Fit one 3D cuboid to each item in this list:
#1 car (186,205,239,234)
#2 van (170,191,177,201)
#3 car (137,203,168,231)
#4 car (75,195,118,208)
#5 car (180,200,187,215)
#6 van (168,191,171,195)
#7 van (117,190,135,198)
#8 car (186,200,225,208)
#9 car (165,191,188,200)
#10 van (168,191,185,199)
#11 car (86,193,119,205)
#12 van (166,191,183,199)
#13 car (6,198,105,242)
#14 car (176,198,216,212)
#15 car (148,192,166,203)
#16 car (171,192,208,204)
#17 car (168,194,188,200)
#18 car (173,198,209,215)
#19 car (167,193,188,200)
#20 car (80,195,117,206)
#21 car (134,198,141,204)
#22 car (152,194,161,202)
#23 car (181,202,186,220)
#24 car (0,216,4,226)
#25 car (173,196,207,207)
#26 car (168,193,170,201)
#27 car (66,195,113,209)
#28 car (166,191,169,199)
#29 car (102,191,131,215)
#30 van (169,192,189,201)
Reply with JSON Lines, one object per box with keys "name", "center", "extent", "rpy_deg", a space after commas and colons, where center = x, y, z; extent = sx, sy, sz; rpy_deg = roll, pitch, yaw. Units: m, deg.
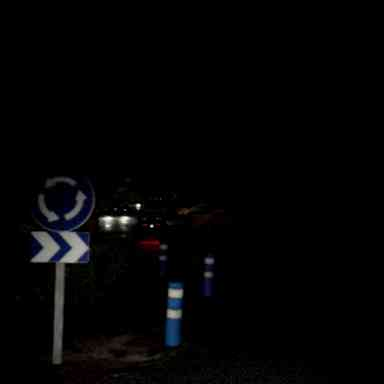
{"name": "car", "center": [2.391, 1.880, 21.718], "extent": [5.008, 1.535, 2.097], "rpy_deg": [1, 1, -6]}
{"name": "van", "center": [-0.747, 1.160, 51.871], "extent": [4.442, 1.987, 1.878], "rpy_deg": [1, 1, -6]}
{"name": "car", "center": [-2.740, 1.797, 22.962], "extent": [1.837, 1.490, 4.892], "rpy_deg": [1, 1, -6]}
{"name": "car", "center": [-12.922, 1.240, 45.148], "extent": [5.366, 1.575, 1.946], "rpy_deg": [1, 1, -6]}
{"name": "car", "center": [1.572, 1.777, 29.863], "extent": [4.674, 1.452, 2.002], "rpy_deg": [1, 1, -6]}
{"name": "van", "center": [-1.591, 1.084, 60.154], "extent": [4.442, 1.987, 1.878], "rpy_deg": [1, 0, -6]}
{"name": "van", "center": [-17.675, 0.601, 89.301], "extent": [4.442, 1.987, 1.878], "rpy_deg": [1, 0, -6]}
{"name": "car", "center": [2.152, 1.707, 24.476], "extent": [4.553, 1.767, 2.185], "rpy_deg": [1, 1, -6]}
{"name": "car", "center": [-4.017, 0.839, 85.092], "extent": [5.566, 2.045, 2.435], "rpy_deg": [1, 0, -6]}
{"name": "van", "center": [-4.151, 0.843, 87.864], "extent": [4.442, 1.987, 1.878], "rpy_deg": [1, 0, -6]}
{"name": "car", "center": [-13.630, 1.048, 50.650], "extent": [4.553, 1.767, 2.185], "rpy_deg": [1, 1, -6]}
{"name": "van", "center": [-4.940, 0.790, 93.360], "extent": [4.442, 1.987, 1.878], "rpy_deg": [1, 0, -6]}
{"name": "car", "center": [-6.051, 1.514, 15.637], "extent": [2.150, 2.045, 5.566], "rpy_deg": [1, 0, 0]}
{"name": "car", "center": [0.437, 1.573, 40.882], "extent": [4.792, 1.488, 2.163], "rpy_deg": [1, 1, -6]}
{"name": "car", "center": [-5.244, 1.083, 48.320], "extent": [2.150, 2.045, 5.566], "rpy_deg": [1, 1, -6]}
{"name": "car", "center": [0.776, 1.341, 38.128], "extent": [5.566, 2.045, 2.435], "rpy_deg": [1, 1, -6]}
{"name": "car", "center": [-3.428, 1.181, 79.460], "extent": [4.674, 1.452, 2.002], "rpy_deg": [1, 0, -6]}
{"name": "car", "center": [1.114, 1.683, 32.600], "extent": [5.366, 1.575, 1.946], "rpy_deg": [1, 1, -6]}
{"name": "car", "center": [-3.708, 1.116, 82.216], "extent": [5.008, 1.535, 2.097], "rpy_deg": [1, 0, -6]}
{"name": "car", "center": [-13.390, 1.205, 47.882], "extent": [4.892, 1.521, 2.231], "rpy_deg": [1, 1, -6]}
{"name": "car", "center": [-9.641, 1.204, 55.981], "extent": [1.882, 1.535, 5.008], "rpy_deg": [1, 0, -6]}
{"name": "car", "center": [-7.022, 1.201, 65.877], "extent": [1.837, 1.490, 4.892], "rpy_deg": [1, 0, -6]}
{"name": "car", "center": [1.823, 1.815, 27.105], "extent": [4.792, 1.488, 2.163], "rpy_deg": [1, 1, -6]}
{"name": "car", "center": [-10.911, 1.650, 23.035], "extent": [4.792, 1.488, 2.163], "rpy_deg": [1, 1, -6]}
{"name": "car", "center": [-0.339, 1.448, 49.149], "extent": [4.792, 1.488, 2.163], "rpy_deg": [1, 1, -6]}
{"name": "car", "center": [-0.917, 1.360, 54.656], "extent": [5.008, 1.535, 2.097], "rpy_deg": [1, 0, -6]}
{"name": "car", "center": [-13.025, 1.275, 42.472], "extent": [5.366, 1.575, 1.946], "rpy_deg": [1, 1, -6]}
{"name": "car", "center": [-1.780, 1.036, 62.919], "extent": [5.566, 2.045, 2.435], "rpy_deg": [1, 0, -6]}
{"name": "car", "center": [-7.571, 1.240, 34.525], "extent": [2.150, 2.045, 5.566], "rpy_deg": [1, 1, -6]}
{"name": "van", "center": [-3.039, 0.940, 76.839], "extent": [4.442, 1.987, 1.878], "rpy_deg": [1, 0, -6]}
